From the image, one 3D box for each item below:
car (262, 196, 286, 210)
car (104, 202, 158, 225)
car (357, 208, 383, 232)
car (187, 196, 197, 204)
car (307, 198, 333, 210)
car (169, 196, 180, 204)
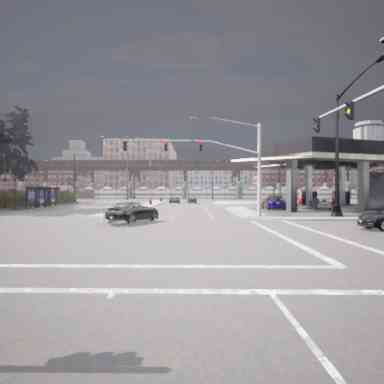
[{"bbox_3d":[9.724,1.286,39.691,2.242,1.667,4.611,0,0,0],"label":"car"},{"bbox_3d":[-4.300,1.486,24.262,2.128,1.511,4.902,1,0,25],"label":"car"},{"bbox_3d":[12.297,1.501,19.528,4.892,1.490,1.837,0,0,-1],"label":"car"},{"bbox_3d":[0.022,1.534,64.370,2.033,1.411,5.357,0,0,0],"label":"car"},{"bbox_3d":[15.469,1.447,40.452,1.970,1.475,3.806,0,0,0],"label":"car"},{"bbox_3d":[-3.376,1.549,65.454,1.994,1.385,4.181,0,0,0],"label":"car"}]
